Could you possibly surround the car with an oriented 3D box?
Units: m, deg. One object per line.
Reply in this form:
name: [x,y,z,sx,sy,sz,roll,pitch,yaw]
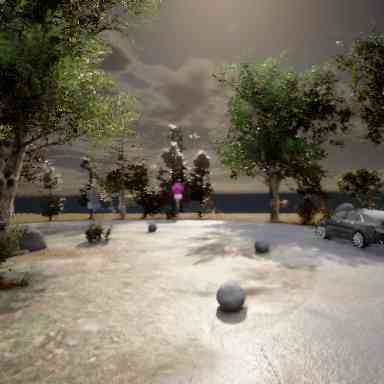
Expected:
car: [7.286,1.517,14.608,1.837,1.490,4.892,1,-1,-7]
